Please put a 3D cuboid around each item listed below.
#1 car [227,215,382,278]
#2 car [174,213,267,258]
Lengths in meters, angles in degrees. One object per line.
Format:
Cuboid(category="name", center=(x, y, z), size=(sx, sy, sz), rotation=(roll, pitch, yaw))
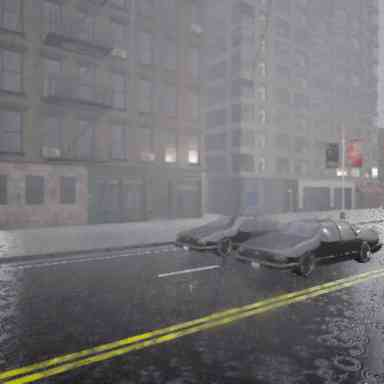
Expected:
Cuboid(category="car", center=(3.864, 1.555, 10.412), size=(5.357, 1.411, 2.033), rotation=(0, 0, -35))
Cuboid(category="car", center=(1.963, 1.555, 13.047), size=(5.357, 1.411, 2.033), rotation=(0, 0, -35))
